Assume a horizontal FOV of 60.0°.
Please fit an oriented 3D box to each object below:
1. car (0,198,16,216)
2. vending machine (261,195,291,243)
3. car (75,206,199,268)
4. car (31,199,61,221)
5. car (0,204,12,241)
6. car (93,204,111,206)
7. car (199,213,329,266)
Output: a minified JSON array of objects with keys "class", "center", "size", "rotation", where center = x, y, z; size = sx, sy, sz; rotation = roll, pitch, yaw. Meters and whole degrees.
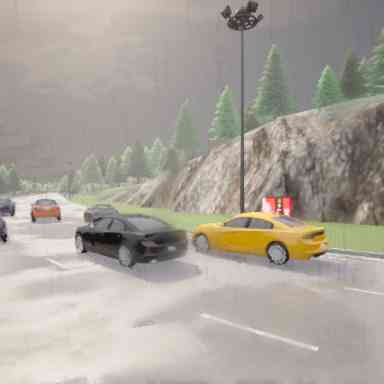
[{"class":"car","center":[-18.118,1.353,31.874],"size":[2.097,1.767,4.553],"rotation":[0,0,-26]},{"class":"vending machine","center":[3.897,1.195,15.386],"size":[1.100,2.100,0.880],"rotation":[0,0,-44]},{"class":"car","center":[-2.268,1.477,11.438],"size":[1.882,1.535,5.008],"rotation":[0,1,-43]},{"class":"car","center":[-12.122,1.352,27.491],"size":[2.097,1.767,4.553],"rotation":[0,0,-26]},{"class":"car","center":[-9.909,1.526,15.887],"size":[1.812,1.442,4.674],"rotation":[0,0,-32]},{"class":"car","center":[-6.608,1.564,24.300],"size":[1.994,1.385,4.181],"rotation":[0,0,-28]},{"class":"car","center":[2.176,1.477,11.767],"size":[5.008,1.535,1.882],"rotation":[0,0,43]}]
